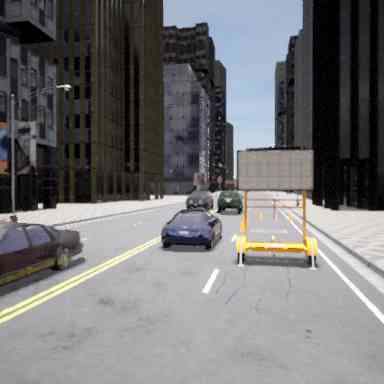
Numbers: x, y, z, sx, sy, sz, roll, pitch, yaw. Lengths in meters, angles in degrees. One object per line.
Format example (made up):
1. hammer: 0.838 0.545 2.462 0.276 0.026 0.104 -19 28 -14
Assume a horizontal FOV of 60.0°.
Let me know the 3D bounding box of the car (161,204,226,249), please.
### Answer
1. car: 0.118 1.429 14.033 1.994 1.385 4.181 0 1 12

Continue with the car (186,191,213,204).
1. car: 0.901 0.888 35.130 2.150 2.045 5.566 0 0 12

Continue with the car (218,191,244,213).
1. car: 3.754 0.913 31.849 2.150 2.045 5.566 0 0 12

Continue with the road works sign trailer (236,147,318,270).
1. road works sign trailer: 2.676 0.360 10.800 2.380 3.560 2.880 0 1 12

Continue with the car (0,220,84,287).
1. car: -4.642 1.471 7.966 2.033 1.411 5.357 0 1 12

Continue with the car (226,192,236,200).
1. car: 8.545 0.801 72.099 1.837 1.490 4.892 0 1 12
